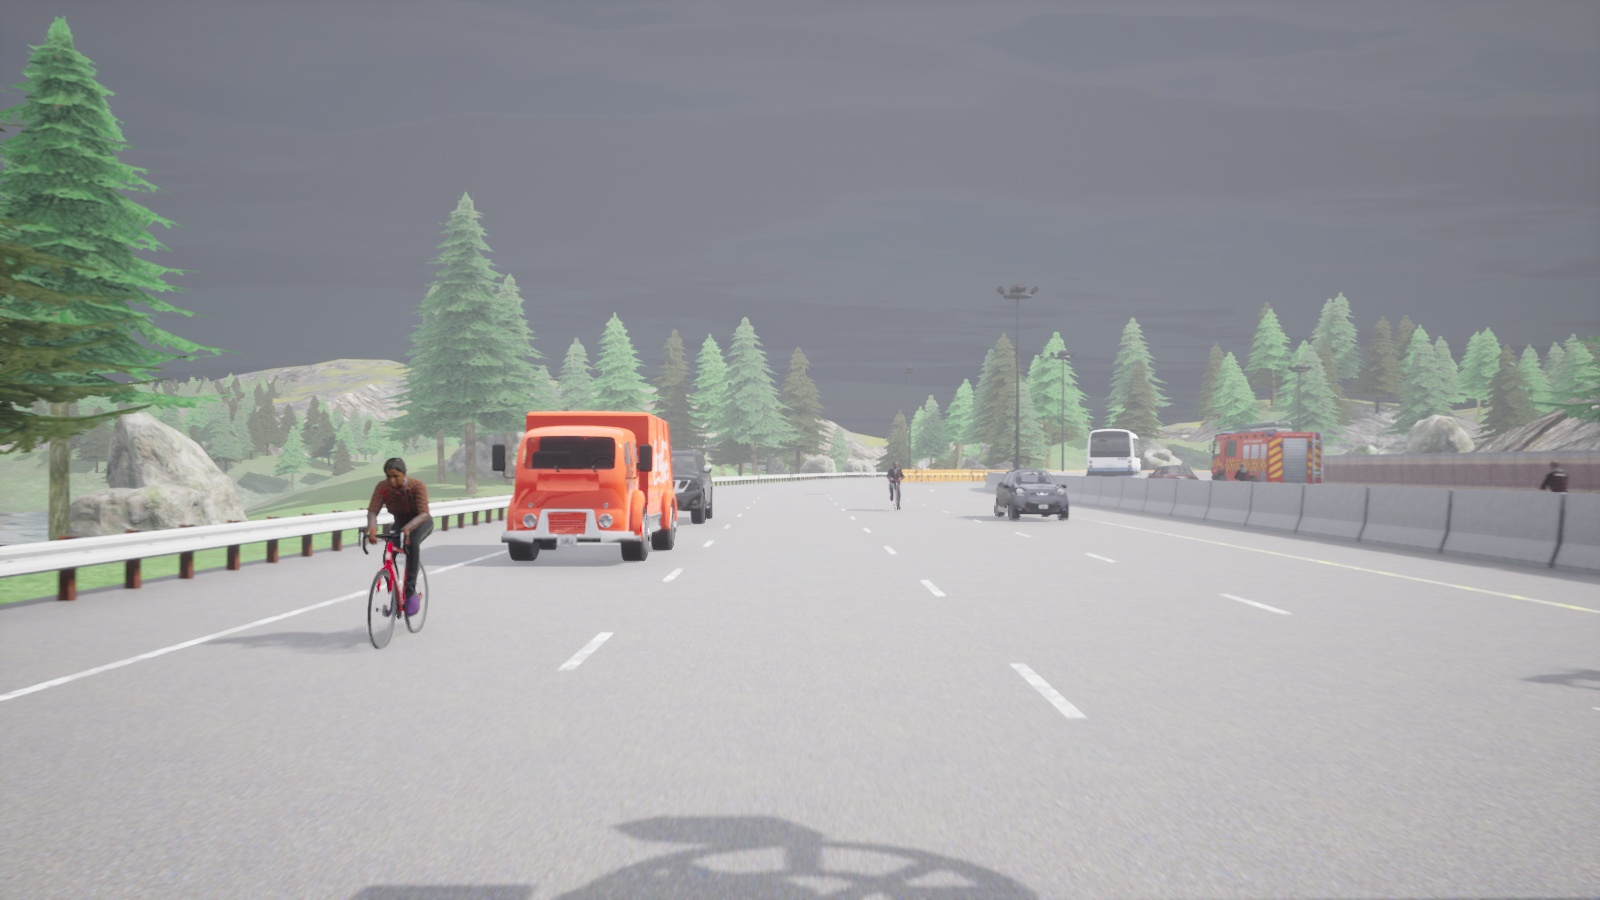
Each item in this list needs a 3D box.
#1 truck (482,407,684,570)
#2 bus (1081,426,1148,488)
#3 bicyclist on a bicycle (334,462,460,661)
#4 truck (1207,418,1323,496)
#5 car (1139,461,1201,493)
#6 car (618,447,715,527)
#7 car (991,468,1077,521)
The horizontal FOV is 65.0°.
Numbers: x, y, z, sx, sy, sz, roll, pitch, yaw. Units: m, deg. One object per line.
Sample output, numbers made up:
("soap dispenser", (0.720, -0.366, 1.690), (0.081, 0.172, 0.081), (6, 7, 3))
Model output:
("truck", (-3.558, 0.618, 21.775), (2.627, 2.467, 5.204), (0, -1, 0))
("bus", (23.426, 0.546, 93.107), (3.944, 4.253, 10.273), (-1, -1, 18))
("bicyclist on a bicycle", (-3.528, 0.920, 11.123), (0.582, 1.620, 1.656), (0, 0, 0))
("truck", (24.216, 0.403, 65.946), (2.891, 3.827, 8.468), (0, -1, 0))
("car", (20.696, 1.497, 70.391), (2.097, 1.767, 4.553), (0, -1, 0))
("car", (-3.621, 1.000, 35.140), (2.150, 2.045, 5.566), (0, -1, 0))
("car", (6.870, 1.279, 37.205), (1.845, 1.501, 3.633), (0, -1, 0))
